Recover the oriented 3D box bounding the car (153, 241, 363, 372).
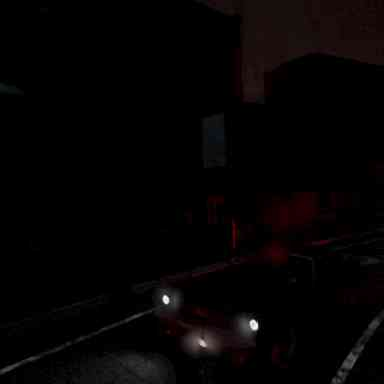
[{"bbox_3d":[1.542,1.666,6.021,1.895,1.301,4.718,0,0,40],"label":"car"}]
